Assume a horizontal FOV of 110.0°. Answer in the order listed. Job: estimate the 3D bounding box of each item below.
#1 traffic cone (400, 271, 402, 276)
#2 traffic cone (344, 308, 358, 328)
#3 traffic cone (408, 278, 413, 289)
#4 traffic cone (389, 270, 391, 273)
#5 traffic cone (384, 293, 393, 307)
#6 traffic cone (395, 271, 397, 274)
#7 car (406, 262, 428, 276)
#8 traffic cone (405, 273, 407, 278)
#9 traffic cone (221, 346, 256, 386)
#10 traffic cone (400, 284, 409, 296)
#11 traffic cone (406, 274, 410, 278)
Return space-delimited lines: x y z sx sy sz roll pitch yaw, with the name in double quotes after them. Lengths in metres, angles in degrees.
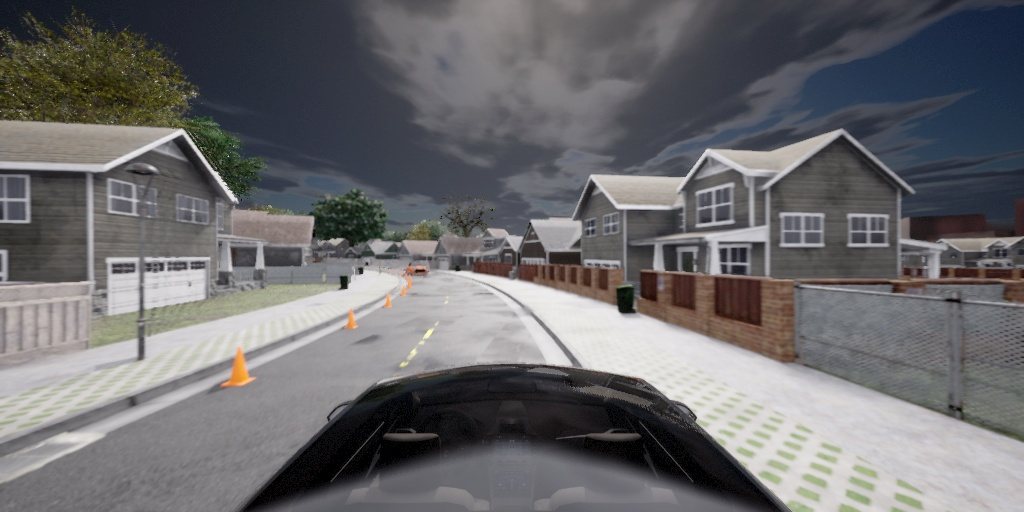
-13.458 2.109 43.710 0.340 0.580 0.340 0 0 -24 "traffic cone"
-4.832 1.850 10.784 0.340 0.580 0.340 0 0 -5 "traffic cone"
-7.203 2.002 25.231 0.340 0.580 0.340 0 0 -13 "traffic cone"
-17.852 2.153 52.430 0.340 0.580 0.340 0 0 -29 "traffic cone"
-5.398 1.908 15.635 0.340 0.580 0.340 0 0 -8 "traffic cone"
-15.553 2.130 48.121 0.340 0.580 0.340 0 0 -27 "traffic cone"
-11.826 1.493 44.622 2.097 1.767 4.553 0 0 -25 "car"
-9.899 2.067 34.616 0.340 0.580 0.340 0 0 -19 "traffic cone"
-4.495 1.785 5.911 0.340 0.580 0.340 0 0 -3 "traffic cone"
-6.188 1.959 20.454 0.340 0.580 0.340 0 0 -11 "traffic cone"
-8.441 2.038 29.955 0.340 0.580 0.340 0 0 -16 "traffic cone"
